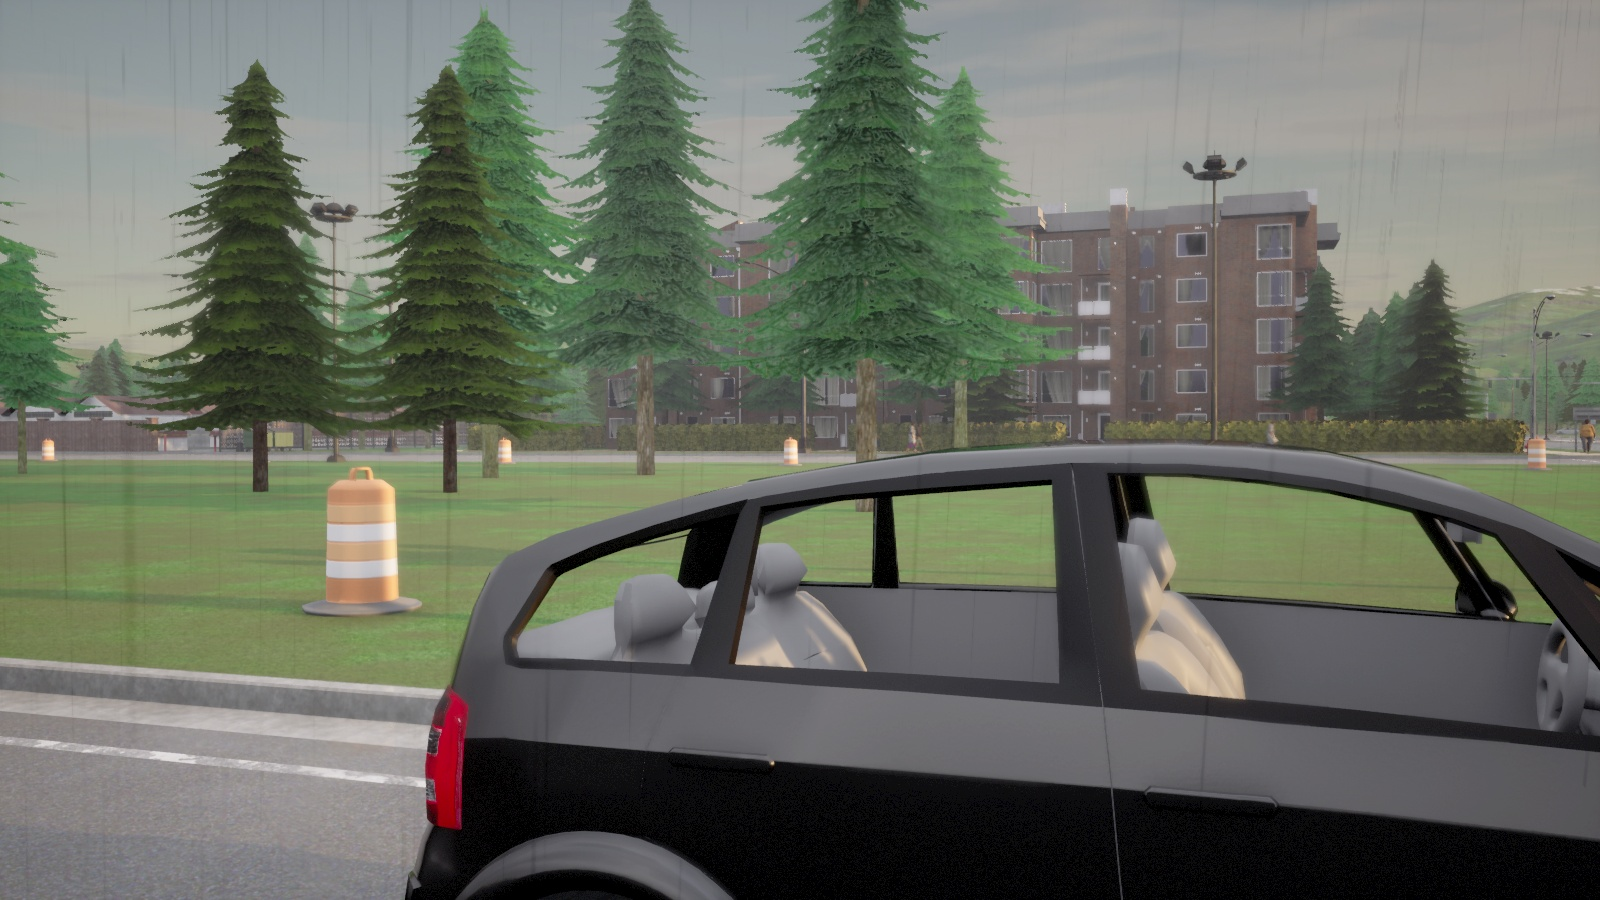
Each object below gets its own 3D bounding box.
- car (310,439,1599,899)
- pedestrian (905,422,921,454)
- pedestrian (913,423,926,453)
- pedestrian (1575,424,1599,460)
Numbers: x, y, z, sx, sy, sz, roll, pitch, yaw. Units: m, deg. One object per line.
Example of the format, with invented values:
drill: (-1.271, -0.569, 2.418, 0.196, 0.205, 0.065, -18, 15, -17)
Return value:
car: (1.036, 0.764, 2.844, 3.705, 1.549, 1.789, 0, 1, 19)
pedestrian: (7.017, -0.765, 77.882, 0.873, 1.952, 0.659, 1, 1, 19)
pedestrian: (7.343, -0.753, 77.168, 0.703, 1.840, 0.431, 1, 1, 19)
pedestrian: (40.607, -0.420, 64.805, 0.874, 1.855, 0.900, 1, 1, 41)
